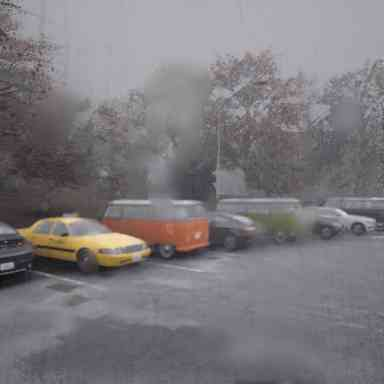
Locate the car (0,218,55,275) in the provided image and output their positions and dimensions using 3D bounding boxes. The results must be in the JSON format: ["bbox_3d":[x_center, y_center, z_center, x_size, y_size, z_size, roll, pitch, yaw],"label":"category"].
[{"bbox_3d":[-6.272,1.487,9.088,4.892,1.521,2.231,-1,-1,34],"label":"car"}]

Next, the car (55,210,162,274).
[{"bbox_3d":[-3.727,1.490,10.704,5.366,1.575,1.946,-1,-1,34],"label":"car"}]

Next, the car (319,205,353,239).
[{"bbox_3d":[5.697,1.582,17.663,4.674,1.452,2.002,-1,-1,34],"label":"car"}]

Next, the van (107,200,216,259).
[{"bbox_3d":[-1.586,1.280,12.587,4.442,1.987,1.878,-1,-1,34],"label":"van"}]

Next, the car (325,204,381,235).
[{"bbox_3d":[8.091,1.596,19.379,4.674,1.452,2.002,-1,-1,34],"label":"car"}]

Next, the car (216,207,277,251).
[{"bbox_3d":[0.907,1.555,14.228,4.674,1.452,2.002,-1,-1,34],"label":"car"}]

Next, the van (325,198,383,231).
[{"bbox_3d":[10.386,1.349,21.151,4.442,1.987,1.878,-1,-1,34],"label":"van"}]

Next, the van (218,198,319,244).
[{"bbox_3d":[3.400,1.301,15.889,4.442,1.987,1.878,-1,-1,34],"label":"van"}]
